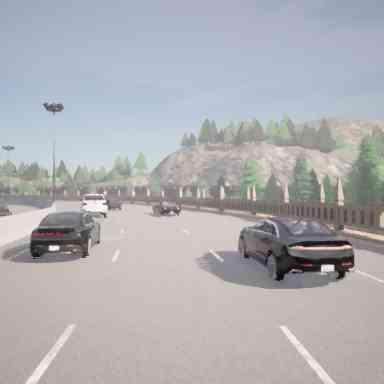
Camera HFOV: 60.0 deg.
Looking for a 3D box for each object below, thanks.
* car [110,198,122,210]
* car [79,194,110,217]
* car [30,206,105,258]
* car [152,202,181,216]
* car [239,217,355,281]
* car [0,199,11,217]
[{"bbox_3d":[-10.297,1.530,42.420,2.128,1.511,4.902,0,0,-25],"label":"car"},{"bbox_3d":[-9.289,1.242,31.147,2.150,2.045,5.566,0,-1,-20],"label":"car"},{"bbox_3d":[-4.676,1.505,12.821,1.837,1.490,4.892,0,0,-8],"label":"car"},{"bbox_3d":[-2.644,1.606,33.276,1.895,1.301,4.718,0,0,-19],"label":"car"},{"bbox_3d":[2.753,1.484,9.835,2.128,1.511,4.902,0,0,-6],"label":"car"},{"bbox_3d":[-14.569,1.523,24.103,2.128,1.511,4.902,0,0,-17],"label":"car"}]
